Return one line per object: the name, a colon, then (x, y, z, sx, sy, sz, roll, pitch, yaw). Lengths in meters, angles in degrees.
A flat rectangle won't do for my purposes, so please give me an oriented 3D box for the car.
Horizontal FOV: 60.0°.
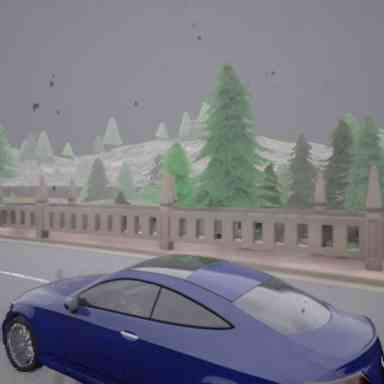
car: (-0.329, 1.506, 3.971, 4.674, 1.442, 1.812, 0, 0, 34)
